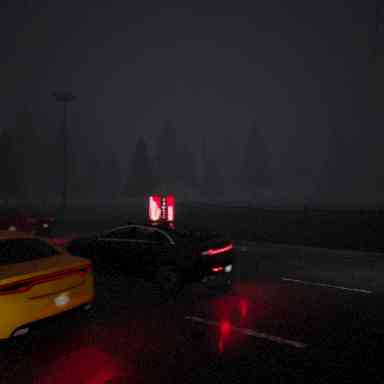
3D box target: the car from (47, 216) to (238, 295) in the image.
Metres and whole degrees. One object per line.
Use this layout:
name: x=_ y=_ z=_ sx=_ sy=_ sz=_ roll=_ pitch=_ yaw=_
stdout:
car: x=-1.237 y=1.491 z=8.699 sx=4.902 sy=1.511 sz=2.128 roll=0 pitch=0 yaw=32

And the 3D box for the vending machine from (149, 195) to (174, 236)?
vending machine: x=-1.610 y=1.195 z=17.772 sx=0.880 sy=2.100 sz=1.100 roll=0 pitch=0 yaw=29

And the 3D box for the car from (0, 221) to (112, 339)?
car: x=-4.072 y=1.477 z=6.296 sx=5.008 sy=1.535 sz=1.882 roll=0 pitch=0 yaw=31

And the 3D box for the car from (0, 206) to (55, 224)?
car: x=-9.257 y=1.477 z=17.017 sx=5.008 sy=1.535 sz=1.882 roll=0 pitch=0 yaw=25
